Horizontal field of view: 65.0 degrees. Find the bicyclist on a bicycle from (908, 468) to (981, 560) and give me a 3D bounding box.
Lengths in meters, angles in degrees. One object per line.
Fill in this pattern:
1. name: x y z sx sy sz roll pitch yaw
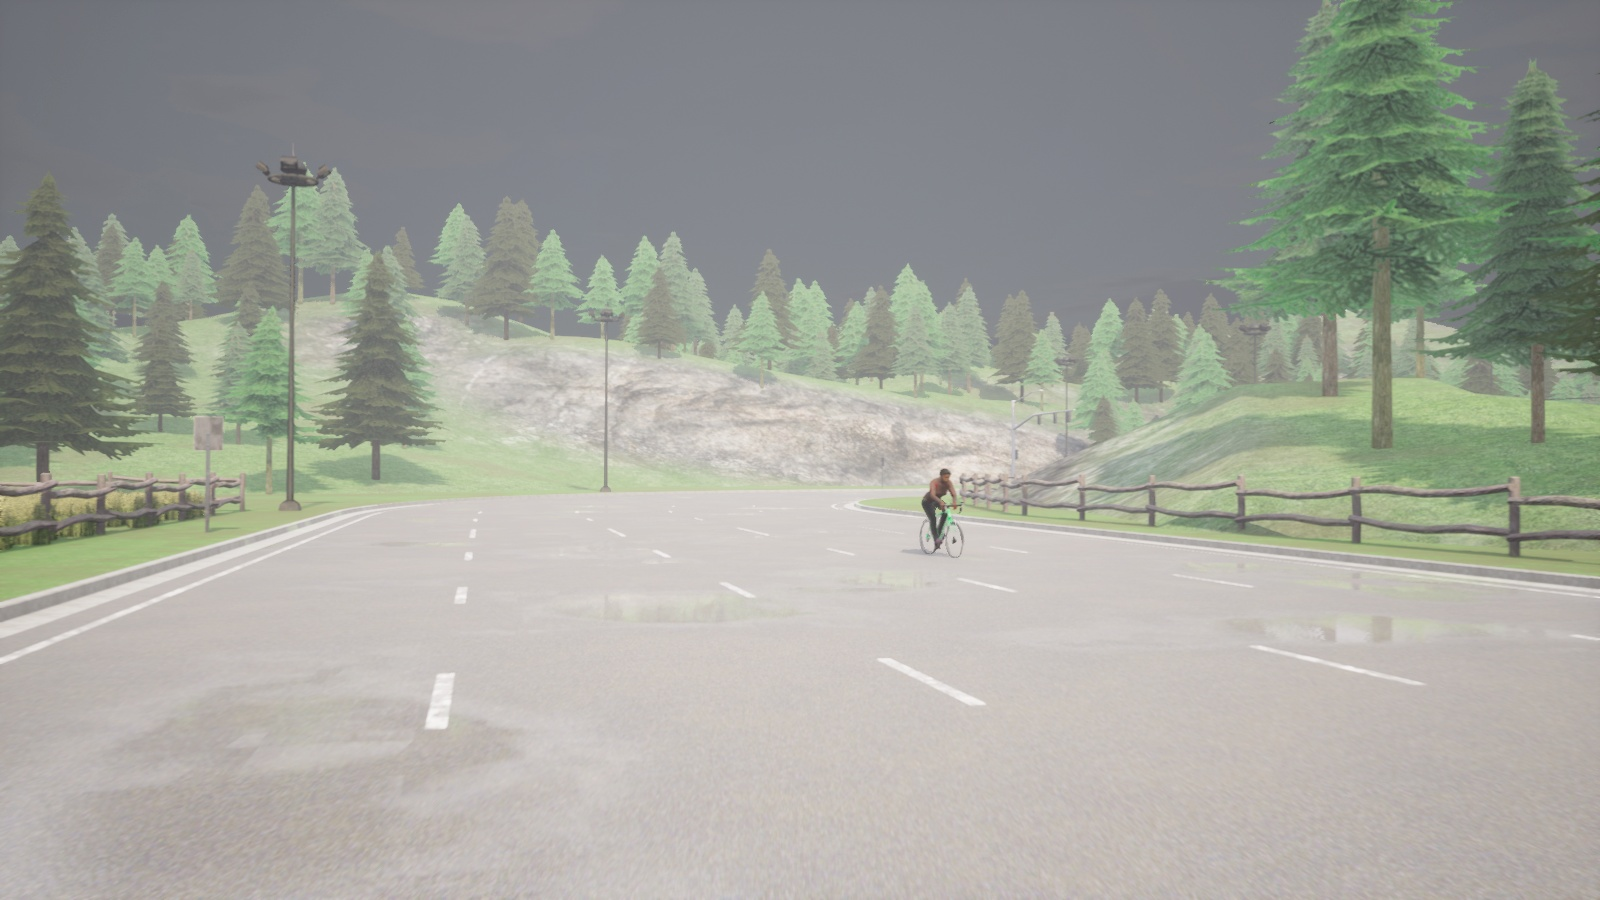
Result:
1. bicyclist on a bicycle: 2.637 1.143 23.065 0.582 1.620 1.656 -1 0 -22
